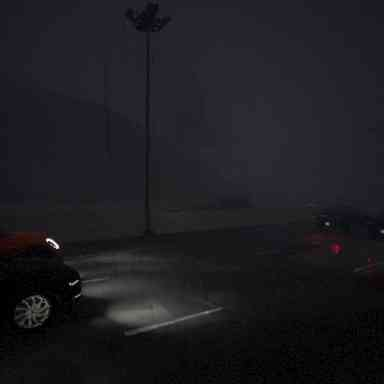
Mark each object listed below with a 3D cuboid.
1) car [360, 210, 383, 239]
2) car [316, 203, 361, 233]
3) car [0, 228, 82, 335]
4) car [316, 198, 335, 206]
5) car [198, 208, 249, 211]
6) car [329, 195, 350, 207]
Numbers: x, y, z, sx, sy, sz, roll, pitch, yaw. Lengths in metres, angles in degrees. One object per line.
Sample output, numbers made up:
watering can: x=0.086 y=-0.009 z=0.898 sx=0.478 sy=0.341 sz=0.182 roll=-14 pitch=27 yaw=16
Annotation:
car: x=10.589 y=1.636 z=16.845 sx=4.674 sy=1.442 sz=1.812 roll=0 pitch=0 yaw=-41
car: x=9.560 y=1.614 z=20.600 sx=4.902 sy=1.511 sz=2.128 roll=0 pitch=0 yaw=-41
car: x=-4.239 y=1.512 z=5.124 sx=4.892 sy=1.490 sz=1.837 roll=0 pitch=0 yaw=-36
car: x=26.029 y=1.897 z=64.774 sx=2.128 sy=1.511 sz=4.902 roll=0 pitch=0 yaw=36
car: x=2.762 y=1.355 z=28.834 sx=5.566 sy=2.045 sz=2.150 roll=0 pitch=0 yaw=-42
car: x=26.470 y=1.570 z=59.463 sx=2.150 sy=2.045 sz=5.566 roll=0 pitch=0 yaw=38
